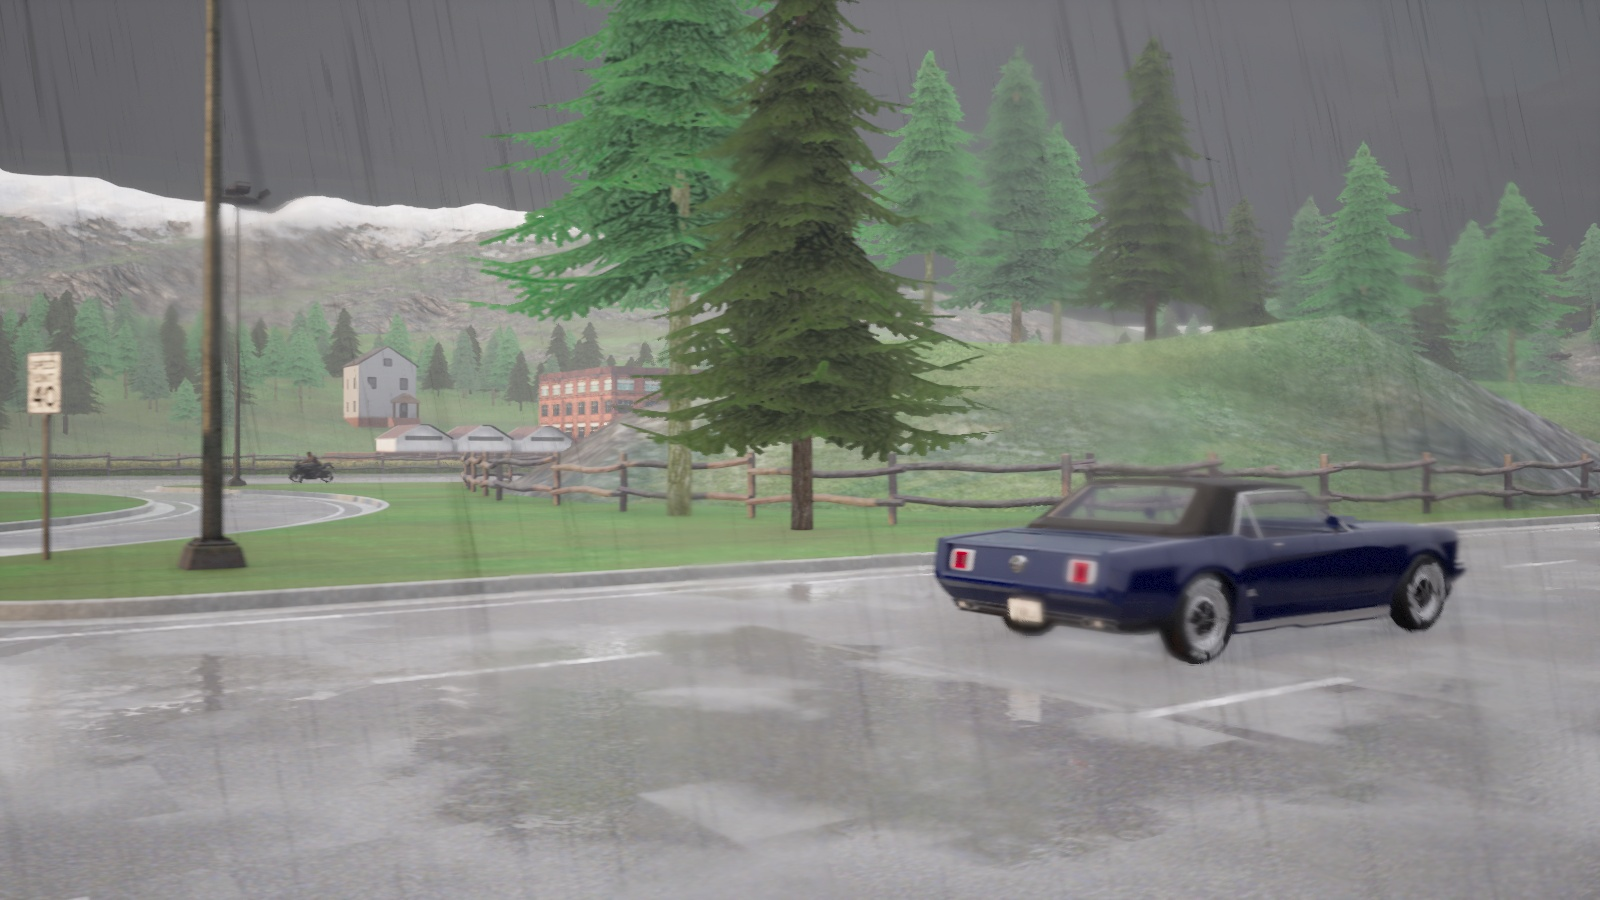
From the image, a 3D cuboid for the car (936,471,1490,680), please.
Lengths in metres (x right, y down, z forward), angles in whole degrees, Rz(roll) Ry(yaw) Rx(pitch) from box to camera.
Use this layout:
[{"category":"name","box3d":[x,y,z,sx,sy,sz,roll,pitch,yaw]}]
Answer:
[{"category":"car","box3d":[3.546,0.862,10.391,4.718,1.301,1.895,0,0,-35]}]

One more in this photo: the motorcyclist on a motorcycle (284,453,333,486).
[{"category":"motorcyclist on a motorcycle","box3d":[-23.290,0.920,59.485,2.044,1.523,0.797,0,0,-35]}]
